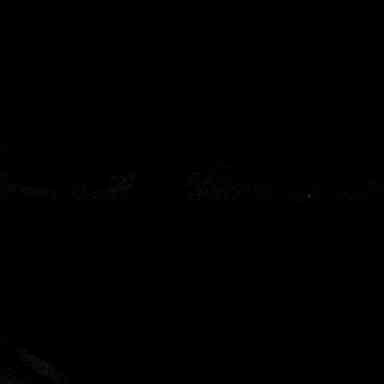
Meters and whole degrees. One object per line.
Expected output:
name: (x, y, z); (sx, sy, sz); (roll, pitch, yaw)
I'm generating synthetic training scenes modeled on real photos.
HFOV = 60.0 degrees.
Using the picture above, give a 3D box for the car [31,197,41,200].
car: (-32.847, 2.021, 73.019); (4.514, 1.523, 2.007); (0, -1, -37)

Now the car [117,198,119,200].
car: (-16.245, 1.756, 81.010); (3.866, 1.878, 1.905); (0, -1, -37)

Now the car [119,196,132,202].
car: (-10.953, 1.894, 61.886); (3.806, 1.475, 1.970); (0, -1, -37)

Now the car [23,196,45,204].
car: (-39.699, 1.937, 83.447); (4.605, 1.855, 1.932); (0, -1, -37)

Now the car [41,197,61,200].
car: (-26.927, 1.949, 64.968); (3.633, 1.501, 1.845); (0, -1, -37)

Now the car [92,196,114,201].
car: (-23.867, 1.953, 91.284); (5.027, 1.636, 2.152); (0, -1, -37)
